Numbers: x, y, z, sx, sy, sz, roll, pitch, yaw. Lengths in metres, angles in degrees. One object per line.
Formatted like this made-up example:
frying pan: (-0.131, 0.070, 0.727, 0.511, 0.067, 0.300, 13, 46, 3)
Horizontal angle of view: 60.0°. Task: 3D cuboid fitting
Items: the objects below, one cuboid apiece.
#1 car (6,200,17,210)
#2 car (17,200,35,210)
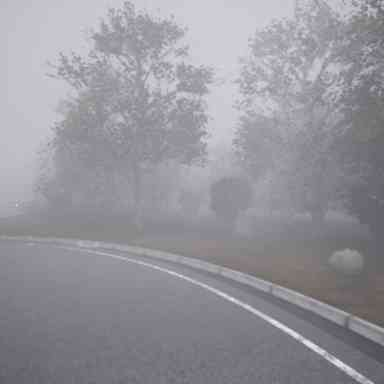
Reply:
car: (-30.893, 2.249, 58.077, 1.837, 1.490, 4.892, -1, 0, -13)
car: (-26.424, 2.135, 54.457, 2.128, 1.511, 4.902, -1, 0, -12)
